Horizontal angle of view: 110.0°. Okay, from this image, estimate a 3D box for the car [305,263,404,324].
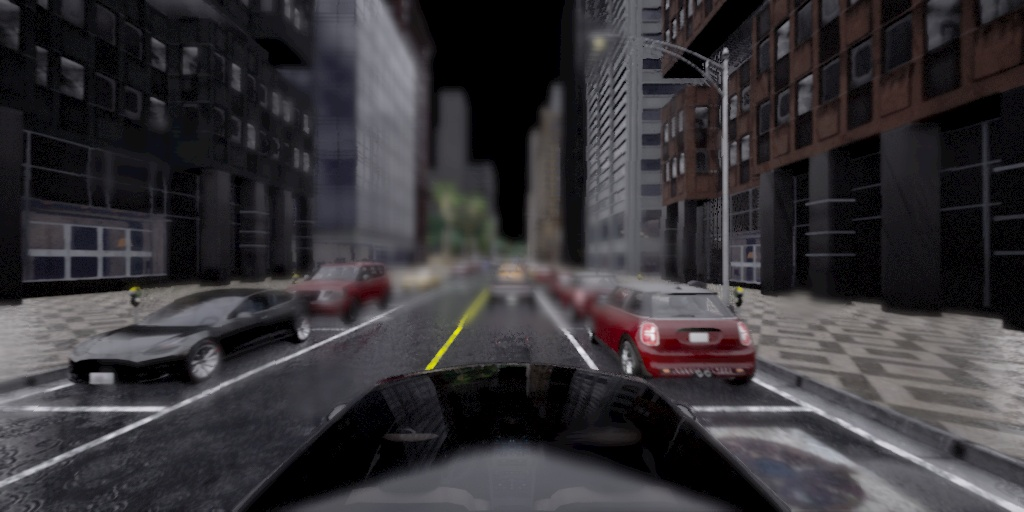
[{"bbox_3d":[-5.770,1.171,12.641,2.192,1.841,5.009,0,0,0],"label":"car"}]

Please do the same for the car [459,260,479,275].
[{"bbox_3d":[-5.790,1.498,45.195,2.192,1.841,5.009,0,0,0],"label":"car"}]

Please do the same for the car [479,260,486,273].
[{"bbox_3d":[-5.797,1.612,56.046,2.192,1.841,5.009,0,0,0],"label":"car"}]

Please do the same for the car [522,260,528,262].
[{"bbox_3d":[2.732,1.680,50.615,1.967,1.591,4.097,0,0,0],"label":"car"}]

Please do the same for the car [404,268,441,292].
[{"bbox_3d":[-5.776,1.489,23.322,1.751,1.417,4.829,0,0,0],"label":"car"}]

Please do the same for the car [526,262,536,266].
[{"bbox_3d":[2.738,1.653,39.936,1.751,1.417,4.829,0,0,0],"label":"car"}]

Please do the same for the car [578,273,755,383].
[{"bbox_3d":[2.759,1.244,7.218,1.967,1.591,4.097,0,0,0],"label":"car"}]

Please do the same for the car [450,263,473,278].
[{"bbox_3d":[-5.787,1.709,39.769,1.802,1.307,4.207,0,0,0],"label":"car"}]

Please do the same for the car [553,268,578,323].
[{"bbox_3d":[2.755,1.297,12.642,1.967,1.591,4.097,0,0,0],"label":"car"}]

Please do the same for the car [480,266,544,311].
[{"bbox_3d":[0.009,1.376,15.366,2.128,1.511,4.902,0,0,0],"label":"car"}]

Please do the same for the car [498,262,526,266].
[{"bbox_3d":[0.006,1.517,31.119,1.882,1.535,5.008,0,0,0],"label":"car"}]

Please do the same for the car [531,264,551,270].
[{"bbox_3d":[2.745,1.563,28.916,1.888,1.381,4.507,0,0,0],"label":"car"}]

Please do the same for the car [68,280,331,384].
[{"bbox_3d":[-5.766,1.369,7.215,1.948,1.339,4.313,0,0,0],"label":"car"}]

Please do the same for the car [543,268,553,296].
[{"bbox_3d":[2.752,1.492,18.067,1.802,1.307,4.207,0,0,0],"label":"car"}]
